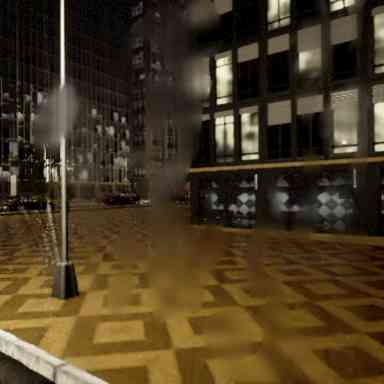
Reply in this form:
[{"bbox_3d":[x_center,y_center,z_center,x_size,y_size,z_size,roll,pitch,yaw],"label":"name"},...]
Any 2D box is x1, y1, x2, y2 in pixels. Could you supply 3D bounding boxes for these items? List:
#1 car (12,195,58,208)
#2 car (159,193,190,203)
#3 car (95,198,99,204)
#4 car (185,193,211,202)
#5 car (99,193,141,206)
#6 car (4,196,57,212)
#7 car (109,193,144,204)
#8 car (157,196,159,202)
[{"bbox_3d":[-18.741,1.121,39.927,1.752,1.417,4.829,0,1,35],"label":"car"},{"bbox_3d":[-2.249,0.892,48.987,1.887,1.381,4.507,0,1,35],"label":"car"},{"bbox_3d":[-12.302,1.070,49.201,1.802,1.307,4.206,0,1,35],"label":"car"},{"bbox_3d":[1.019,0.819,53.692,1.752,1.417,4.829,0,1,35],"label":"car"},{"bbox_3d":[-8.590,1.035,39.854,1.802,1.307,4.206,0,1,35],"label":"car"},{"bbox_3d":[-14.931,1.110,30.721,2.008,1.369,4.403,0,1,35],"label":"car"},{"bbox_3d":[-9.534,0.942,48.617,2.128,1.511,4.902,-1,0,35],"label":"car"},{"bbox_3d":[-3.557,0.925,51.774,1.994,1.385,4.181,-1,0,36],"label":"car"}]
